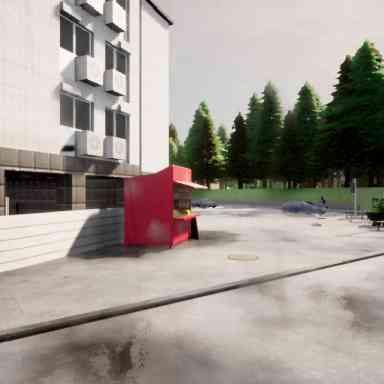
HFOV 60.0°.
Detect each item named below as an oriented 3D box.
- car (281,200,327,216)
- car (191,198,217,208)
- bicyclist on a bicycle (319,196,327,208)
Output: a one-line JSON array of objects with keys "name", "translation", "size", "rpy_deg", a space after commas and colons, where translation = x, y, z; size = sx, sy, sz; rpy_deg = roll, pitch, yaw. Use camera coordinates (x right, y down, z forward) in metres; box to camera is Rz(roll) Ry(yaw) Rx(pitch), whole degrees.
[{"name": "car", "translation": [10.996, 1.526, 33.019], "size": [1.812, 1.442, 4.674], "rpy_deg": [0, 0, -35]}, {"name": "car", "translation": [1.644, 1.564, 46.206], "size": [1.994, 1.385, 4.181], "rpy_deg": [0, 0, -35]}, {"name": "bicyclist on a bicycle", "translation": [15.946, 1.349, 40.557], "size": [1.656, 1.620, 0.582], "rpy_deg": [0, 0, -35]}]
